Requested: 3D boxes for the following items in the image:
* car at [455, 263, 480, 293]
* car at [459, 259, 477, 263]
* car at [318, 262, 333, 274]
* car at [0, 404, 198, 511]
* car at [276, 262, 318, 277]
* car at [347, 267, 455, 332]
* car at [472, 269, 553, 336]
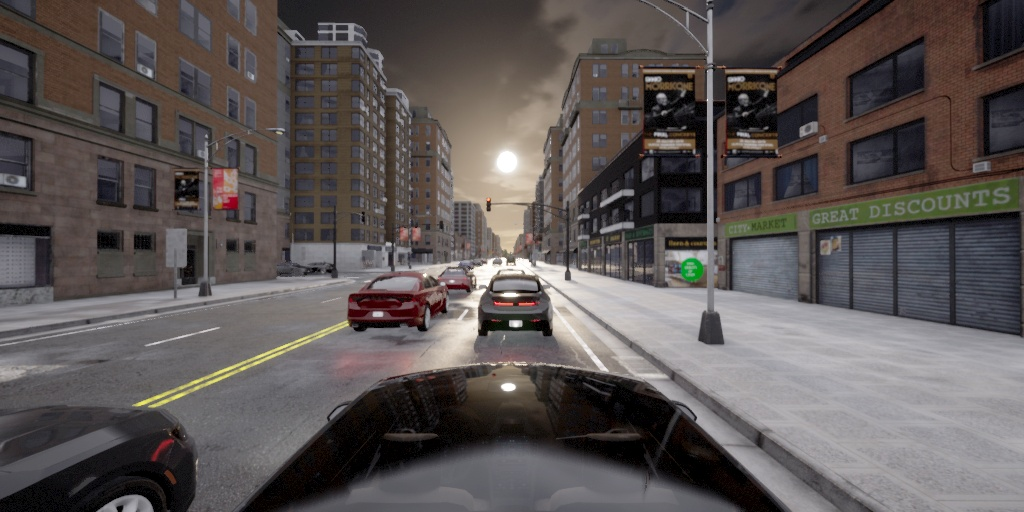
[{"bbox_3d":[-3.199,1.314,21.017,1.994,1.385,4.181,0,0,-1],"label":"car"},{"bbox_3d":[-6.727,1.287,52.561,1.812,1.442,4.674,0,0,1],"label":"car"},{"bbox_3d":[-22.255,1.340,40.745,4.313,1.339,1.948,0,0,0],"label":"car"},{"bbox_3d":[-3.147,1.255,0.521,1.837,1.490,4.892,0,0,0],"label":"car"},{"bbox_3d":[-21.992,1.309,35.263,4.181,1.385,1.994,0,0,0],"label":"car"},{"bbox_3d":[-3.176,1.227,10.946,1.882,1.535,5.008,0,0,0],"label":"car"},{"bbox_3d":[0.077,1.254,10.369,1.837,1.490,4.892,0,0,0],"label":"car"}]
